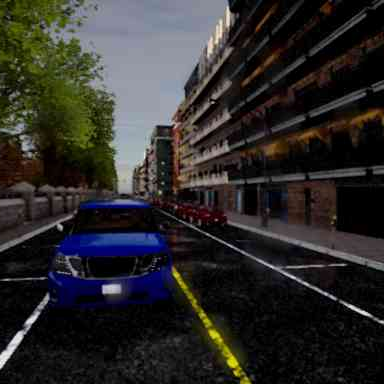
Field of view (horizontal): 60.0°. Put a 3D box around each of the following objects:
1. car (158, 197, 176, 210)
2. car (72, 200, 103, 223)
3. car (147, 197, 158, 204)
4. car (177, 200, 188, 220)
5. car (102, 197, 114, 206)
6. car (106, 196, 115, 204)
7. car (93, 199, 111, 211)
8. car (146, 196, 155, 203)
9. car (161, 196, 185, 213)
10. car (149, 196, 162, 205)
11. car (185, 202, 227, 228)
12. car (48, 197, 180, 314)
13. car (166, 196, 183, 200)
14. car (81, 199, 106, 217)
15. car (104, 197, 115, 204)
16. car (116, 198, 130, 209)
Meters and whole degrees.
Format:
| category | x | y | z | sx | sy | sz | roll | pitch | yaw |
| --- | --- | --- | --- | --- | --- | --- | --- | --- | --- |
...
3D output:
| category | x | y | z | sx | sy | sz | roll | pitch | yaw |
| --- | --- | --- | --- | --- | --- | --- | --- | --- | --- |
| car | -3.437 | 1.539 | 44.833 | 1.967 | 1.590 | 4.097 | 0 | 0 | -12 |
| car | -8.270 | 1.475 | 26.608 | 1.967 | 1.590 | 4.097 | 0 | 0 | -12 |
| car | -7.940 | 1.718 | 66.899 | 1.947 | 1.339 | 4.313 | 0 | 0 | -12 |
| car | -0.059 | 1.609 | 28.284 | 1.887 | 1.381 | 4.507 | 0 | 0 | -12 |
| car | -14.991 | 1.634 | 59.540 | 1.752 | 1.417 | 4.829 | 0 | 0 | -12 |
| car | -17.243 | 1.664 | 70.573 | 1.752 | 1.417 | 4.829 | 0 | 0 | -12 |
| car | -11.647 | 1.620 | 43.157 | 2.008 | 1.369 | 4.403 | 0 | 0 | -12 |
| car | -9.100 | 1.694 | 72.583 | 1.752 | 1.417 | 4.829 | 0 | 0 | -12 |
| car | -2.311 | 1.402 | 39.316 | 2.192 | 1.841 | 5.009 | 0 | 0 | -12 |
| car | -6.814 | 1.578 | 61.382 | 1.967 | 1.590 | 4.097 | 0 | 0 | -12 |
| car | 1.067 | 1.598 | 22.767 | 1.887 | 1.381 | 4.507 | 0 | 0 | -12 |
| car | -1.849 | 1.232 | 8.119 | 2.150 | 2.045 | 5.566 | 0 | 0 | -11 |
| car | -1.185 | 1.516 | 33.800 | 1.967 | 1.590 | 4.097 | 0 | 0 | -12 |
| car | -9.396 | 1.487 | 32.123 | 1.967 | 1.590 | 4.097 | 0 | 0 | -12 |
| car | -16.151 | 1.674 | 65.223 | 2.008 | 1.369 | 4.403 | 0 | 0 | -12 |
| car | -9.705 | 1.591 | 47.093 | 1.837 | 1.490 | 4.892 | 0 | 0 | -12 |
